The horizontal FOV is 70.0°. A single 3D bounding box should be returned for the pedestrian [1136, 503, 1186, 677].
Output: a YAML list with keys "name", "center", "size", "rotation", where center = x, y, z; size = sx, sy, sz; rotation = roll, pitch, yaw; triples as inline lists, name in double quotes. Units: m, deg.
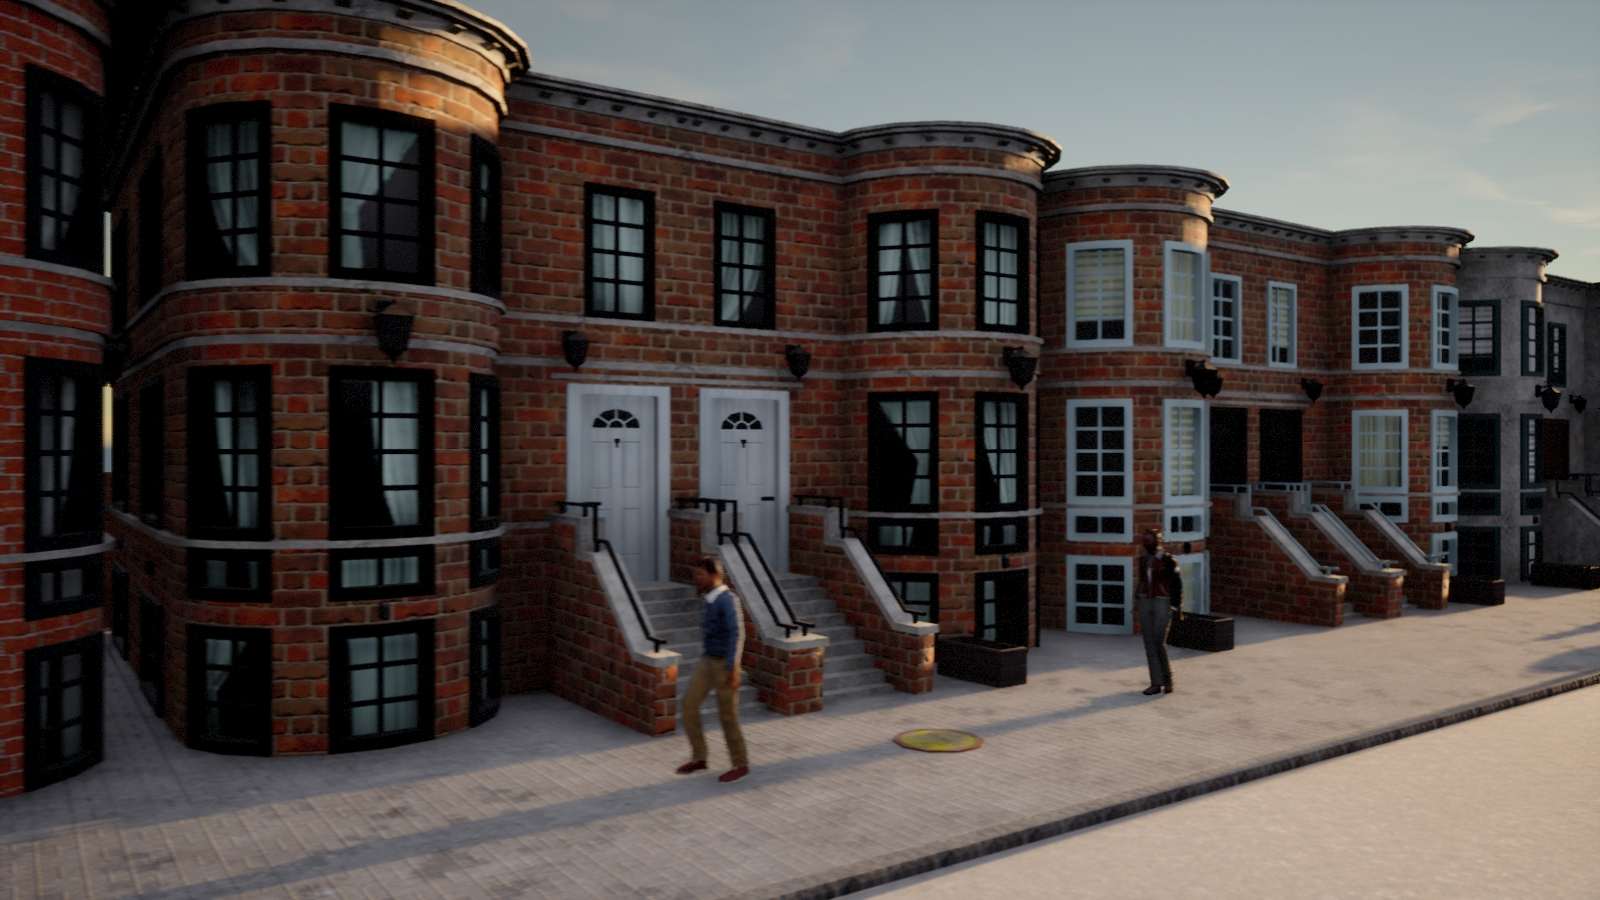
- name: "pedestrian"
  center: [3.982, 1.524, 12.604]
  size: [0.375, 1.860, 0.375]
  rotation: [0, 0, -38]

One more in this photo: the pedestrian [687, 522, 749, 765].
- name: "pedestrian"
  center: [-0.658, 1.522, 9.132]
  size: [0.375, 1.860, 0.375]
  rotation: [0, 0, -27]
